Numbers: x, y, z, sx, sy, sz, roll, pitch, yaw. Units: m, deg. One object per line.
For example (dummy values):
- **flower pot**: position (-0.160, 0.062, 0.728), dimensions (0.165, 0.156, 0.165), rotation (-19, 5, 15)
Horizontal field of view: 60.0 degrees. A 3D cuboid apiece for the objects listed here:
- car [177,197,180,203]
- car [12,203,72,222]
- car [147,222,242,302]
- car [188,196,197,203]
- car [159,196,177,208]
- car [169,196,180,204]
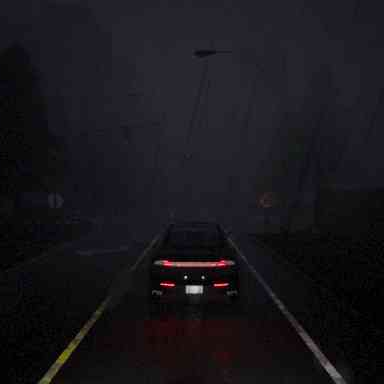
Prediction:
- **car**: position (-3.513, 1.477, 56.129), dimensions (1.882, 1.535, 5.008), rotation (0, 0, 0)
- **car**: position (-11.561, 1.578, 25.741), dimensions (4.181, 1.385, 1.994), rotation (0, 0, 0)
- **car**: position (0.065, 1.491, 8.242), dimensions (2.128, 1.511, 4.902), rotation (0, 0, 1)
- **car**: position (0.091, 1.491, 69.472), dimensions (2.128, 1.511, 4.902), rotation (0, 0, 0)
- **car**: position (-3.524, 1.525, 46.841), dimensions (1.812, 1.442, 4.674), rotation (0, 0, 0)
- **car**: position (-3.441, 1.563, 66.394), dimensions (1.994, 1.385, 4.181), rotation (0, 0, 1)
